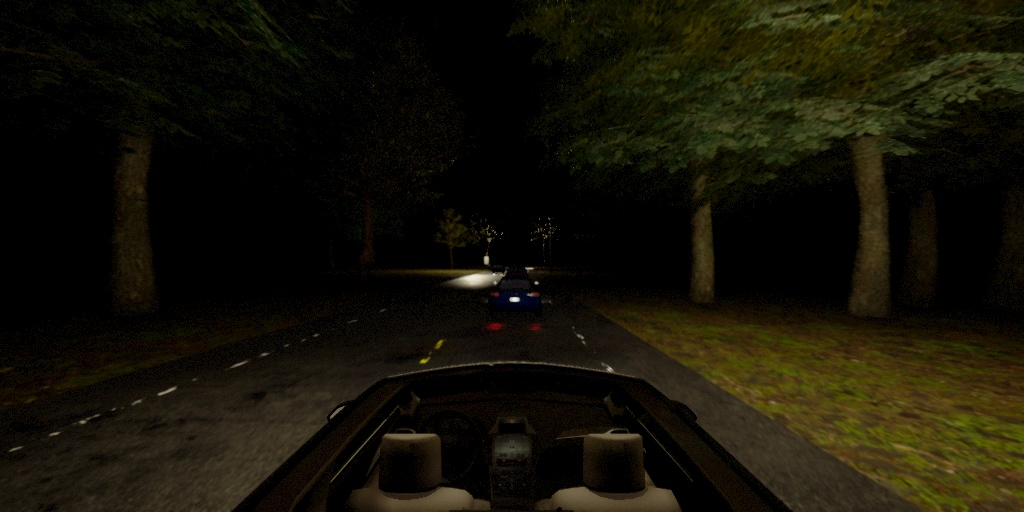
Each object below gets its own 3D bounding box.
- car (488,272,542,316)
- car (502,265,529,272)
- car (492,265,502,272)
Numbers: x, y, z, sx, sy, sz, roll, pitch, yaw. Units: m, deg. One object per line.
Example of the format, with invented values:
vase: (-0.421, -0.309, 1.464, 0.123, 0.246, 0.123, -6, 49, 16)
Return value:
car: (0.137, 1.498, 14.398, 1.994, 1.385, 4.181, 0, -1, 1)
car: (0.430, 1.648, 30.317, 1.882, 1.535, 5.008, 0, -1, 2)
car: (-2.232, 2.169, 59.441, 2.033, 1.411, 5.357, 0, -1, 3)
